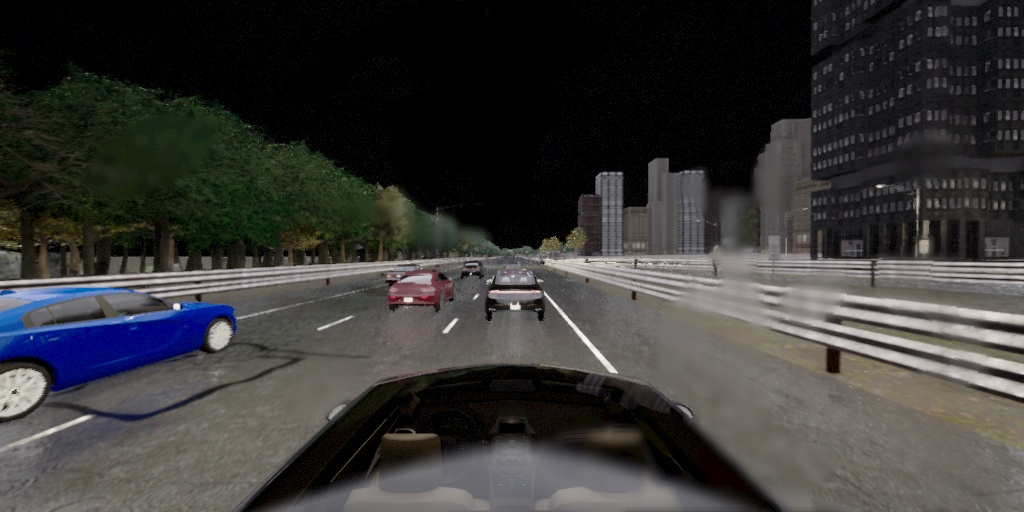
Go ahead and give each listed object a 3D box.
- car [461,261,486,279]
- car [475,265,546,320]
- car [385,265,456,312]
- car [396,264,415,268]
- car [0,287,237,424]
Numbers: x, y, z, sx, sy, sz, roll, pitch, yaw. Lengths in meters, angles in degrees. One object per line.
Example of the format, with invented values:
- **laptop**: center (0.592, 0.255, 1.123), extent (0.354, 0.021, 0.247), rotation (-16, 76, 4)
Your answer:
- **car**: center (-3.412, 1.223, 32.111), extent (1.837, 1.490, 4.892), rotation (0, 0, 0)
- **car**: center (0.095, 1.238, 12.564), extent (2.128, 1.511, 4.902), rotation (0, 0, 0)
- **car**: center (-3.405, 1.271, 14.086), extent (1.812, 1.442, 4.674), rotation (0, 0, 0)
- **car**: center (-6.909, 1.280, 24.379), extent (2.033, 1.411, 5.357), rotation (0, 0, 0)
- **car**: center (-6.902, 1.227, 5.738), extent (1.882, 1.535, 5.008), rotation (0, 0, 0)
